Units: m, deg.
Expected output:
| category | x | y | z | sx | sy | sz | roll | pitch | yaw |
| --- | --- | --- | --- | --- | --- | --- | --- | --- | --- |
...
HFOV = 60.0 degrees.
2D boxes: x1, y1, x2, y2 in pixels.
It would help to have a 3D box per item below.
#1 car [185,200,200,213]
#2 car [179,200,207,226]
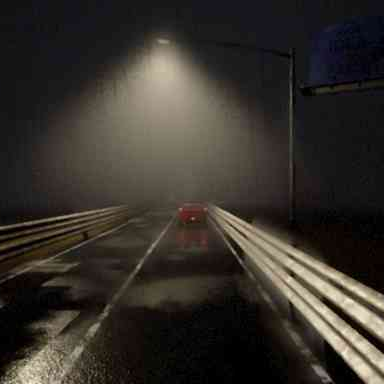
| category | x | y | z | sx | sy | sz | roll | pitch | yaw |
| --- | --- | --- | --- | --- | --- | --- | --- | --- | --- |
| car | 0.056 | 1.717 | 41.414 | 1.812 | 1.442 | 4.674 | 0 | 0 | 0 |
| car | 0.074 | 1.589 | 24.211 | 1.882 | 1.535 | 5.008 | 0 | 0 | 0 |
